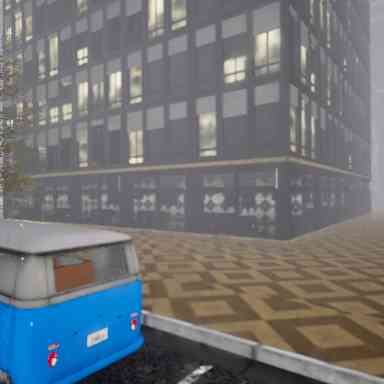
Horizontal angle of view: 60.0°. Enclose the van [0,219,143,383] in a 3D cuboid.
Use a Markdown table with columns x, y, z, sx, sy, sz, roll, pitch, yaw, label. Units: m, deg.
| x | y | z | sx | sy | sz | roll | pitch | yaw | label |
| --- | --- | --- | --- | --- | --- | --- | --- | --- | --- |
| -2.530 | 1.337 | 4.695 | 3.998 | 1.788 | 1.690 | 0 | -1 | 36 | van |
